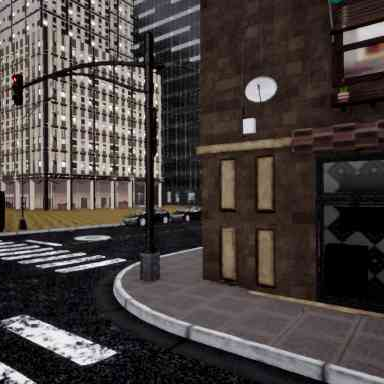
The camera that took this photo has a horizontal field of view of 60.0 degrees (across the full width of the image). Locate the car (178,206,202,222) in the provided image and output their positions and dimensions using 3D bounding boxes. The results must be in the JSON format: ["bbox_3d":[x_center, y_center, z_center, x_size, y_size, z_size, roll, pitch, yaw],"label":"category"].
[{"bbox_3d":[-0.272,1.975,30.474,2.008,1.369,4.403,-2,-2,35],"label":"car"}]

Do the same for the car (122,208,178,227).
[{"bbox_3d":[-3.481,1.893,25.922,2.008,1.369,4.403,-2,-2,35],"label":"car"}]
